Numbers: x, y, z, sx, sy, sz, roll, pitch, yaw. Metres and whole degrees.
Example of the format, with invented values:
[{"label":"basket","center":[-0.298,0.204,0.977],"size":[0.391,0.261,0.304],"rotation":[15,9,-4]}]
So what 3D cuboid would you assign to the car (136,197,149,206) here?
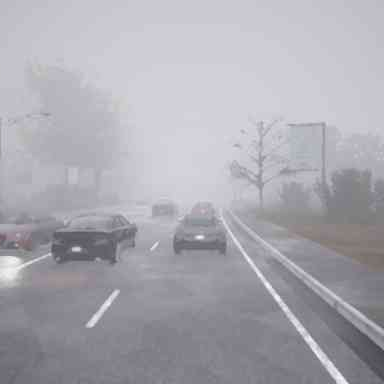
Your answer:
[{"label":"car","center":[-7.650,1.535,53.489],"size":[1.994,1.385,4.181],"rotation":[0,0,6]}]

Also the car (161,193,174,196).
[{"label":"car","center":[-4.092,1.195,53.975],"size":[2.150,2.045,5.566],"rotation":[0,0,7]}]

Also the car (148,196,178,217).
[{"label":"car","center":[-2.405,1.462,30.512],"size":[1.882,1.535,5.008],"rotation":[0,0,3]}]

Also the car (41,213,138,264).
[{"label":"car","center":[-3.218,1.470,11.911],"size":[1.882,1.535,5.008],"rotation":[0,0,1]}]

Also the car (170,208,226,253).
[{"label":"car","center":[0.334,1.558,13.689],"size":[1.994,1.385,4.181],"rotation":[0,0,2]}]

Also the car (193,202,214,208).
[{"label":"car","center":[1.033,1.551,29.350],"size":[1.994,1.385,4.181],"rotation":[0,0,3]}]

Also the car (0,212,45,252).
[{"label":"car","center":[-6.862,1.554,13.744],"size":[1.994,1.385,4.181],"rotation":[0,0,2]}]
